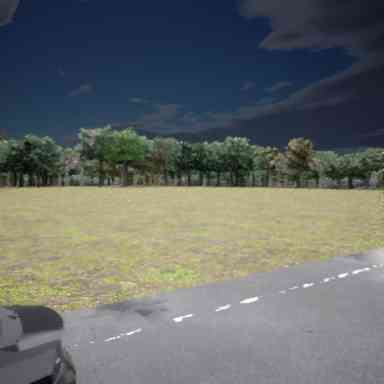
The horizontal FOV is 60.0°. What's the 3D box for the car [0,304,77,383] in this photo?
[{"bbox_3d":[-3.173,1.505,1.729,4.892,1.490,1.837,0,0,-36],"label":"car"}]
